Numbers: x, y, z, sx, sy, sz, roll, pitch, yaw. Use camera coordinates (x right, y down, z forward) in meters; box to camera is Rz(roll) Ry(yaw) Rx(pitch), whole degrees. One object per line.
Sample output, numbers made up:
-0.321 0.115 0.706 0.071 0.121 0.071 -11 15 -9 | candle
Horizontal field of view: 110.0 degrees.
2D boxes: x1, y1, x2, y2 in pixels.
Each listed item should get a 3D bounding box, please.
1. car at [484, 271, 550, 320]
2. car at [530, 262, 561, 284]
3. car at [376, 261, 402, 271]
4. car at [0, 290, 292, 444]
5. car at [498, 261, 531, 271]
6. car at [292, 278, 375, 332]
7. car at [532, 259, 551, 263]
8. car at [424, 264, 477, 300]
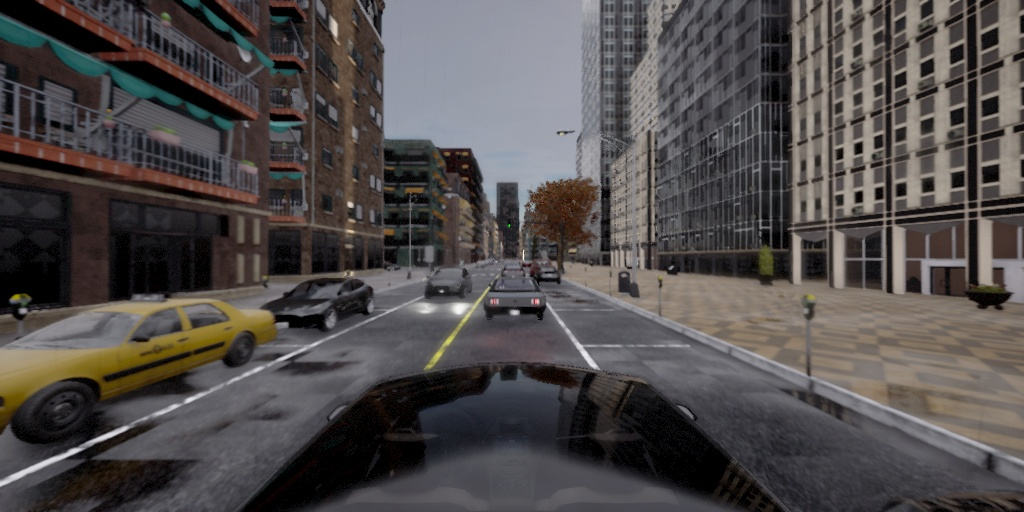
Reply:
0.094 1.390 12.804 1.895 1.301 4.718 0 0 0 | car
2.688 1.413 27.610 1.948 1.339 4.313 0 0 0 | car
-16.441 1.263 46.103 4.403 1.370 2.007 0 0 -1 | car
-5.691 1.289 5.349 1.751 1.417 4.829 0 0 0 | car
0.090 1.340 28.151 2.128 1.511 4.902 0 0 0 | car
-5.691 1.349 11.041 1.948 1.339 4.313 0 0 0 | car
2.687 1.184 33.133 2.192 1.841 5.009 0 0 0 | car
-3.101 1.315 18.241 1.837 1.490 4.892 0 0 0 | car
